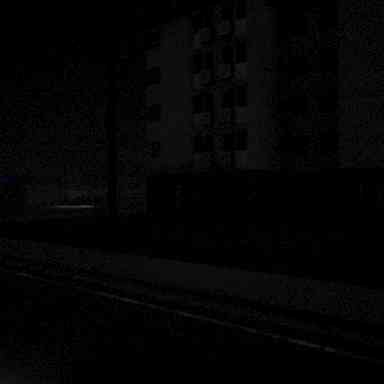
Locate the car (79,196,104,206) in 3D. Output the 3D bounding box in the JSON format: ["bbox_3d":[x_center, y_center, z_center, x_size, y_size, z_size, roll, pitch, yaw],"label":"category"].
[{"bbox_3d":[-16.461,1.565,55.619,1.994,1.385,4.181,0,0,14],"label":"car"}]

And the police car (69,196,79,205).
[{"bbox_3d":[-19.348,1.442,57.637,1.930,1.638,5.238,0,0,12],"label":"police car"}]
